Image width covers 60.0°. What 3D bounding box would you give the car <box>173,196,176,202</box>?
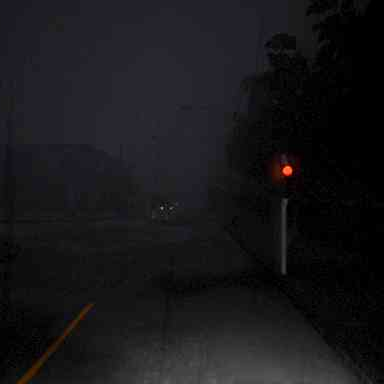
[{"bbox_3d":[-4.048,1.506,54.081,1.837,1.490,4.892,0,0,0],"label":"car"}]

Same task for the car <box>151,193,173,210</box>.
[{"bbox_3d":[-4.065,1.221,43.928,2.150,2.045,5.566,0,0,0],"label":"car"}]

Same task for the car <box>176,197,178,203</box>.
[{"bbox_3d":[-3.944,1.505,69.219,1.812,1.442,4.674,0,0,0],"label":"car"}]
